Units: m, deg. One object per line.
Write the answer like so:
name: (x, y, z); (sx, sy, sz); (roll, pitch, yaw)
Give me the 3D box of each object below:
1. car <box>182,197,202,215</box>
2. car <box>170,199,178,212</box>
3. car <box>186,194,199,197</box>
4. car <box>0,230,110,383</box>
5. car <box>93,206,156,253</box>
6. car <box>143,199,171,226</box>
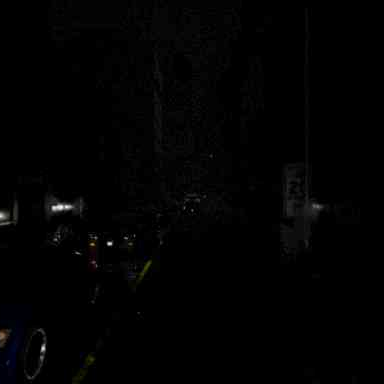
car: (0.028, 1.606, 35.626); (1.837, 1.490, 4.892); (0, 0, 0)
car: (-2.723, 1.631, 39.870); (1.837, 1.490, 4.892); (0, -1, 0)
car: (0.043, 1.365, 46.811); (2.150, 2.045, 5.566); (0, 0, 0)
car: (-2.845, 1.576, 5.192); (1.994, 1.385, 4.181); (0, 0, 0)
car: (-2.832, 1.539, 13.897); (1.837, 1.490, 4.892); (0, 0, 0)
car: (-2.791, 1.541, 24.093); (1.882, 1.535, 5.008); (0, 0, 0)
